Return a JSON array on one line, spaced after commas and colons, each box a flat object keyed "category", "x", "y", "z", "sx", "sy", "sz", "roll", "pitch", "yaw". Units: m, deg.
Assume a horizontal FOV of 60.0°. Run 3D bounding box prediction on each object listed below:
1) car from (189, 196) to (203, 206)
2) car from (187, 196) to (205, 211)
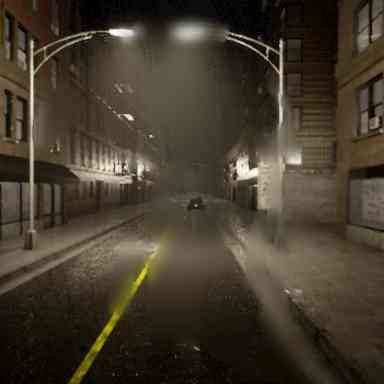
[{"category": "car", "x": 0.600, "y": 1.320, "z": 49.257, "sx": 1.994, "sy": 1.385, "sz": 4.181, "roll": 0, "pitch": 0, "yaw": 2}, {"category": "car", "x": 0.493, "y": 1.379, "z": 38.025, "sx": 1.994, "sy": 1.385, "sz": 4.181, "roll": 0, "pitch": 0, "yaw": 1}]
